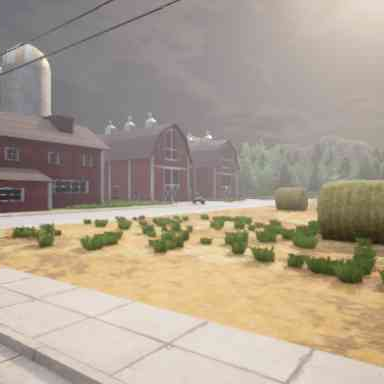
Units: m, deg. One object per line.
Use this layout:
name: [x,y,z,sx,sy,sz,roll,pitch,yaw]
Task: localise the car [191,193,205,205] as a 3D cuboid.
car: [1.073,1.139,57.423,1.905,1.878,3.866,6,1,-8]
